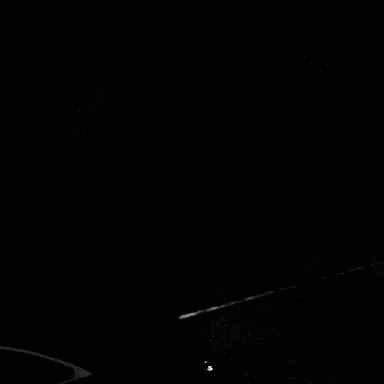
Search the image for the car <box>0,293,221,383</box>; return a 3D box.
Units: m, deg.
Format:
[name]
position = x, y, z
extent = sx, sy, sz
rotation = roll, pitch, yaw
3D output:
[car]
position = -1.982, 1.509, 2.331
extent = 4.892, 1.490, 1.837
rotation = -1, 0, -36
